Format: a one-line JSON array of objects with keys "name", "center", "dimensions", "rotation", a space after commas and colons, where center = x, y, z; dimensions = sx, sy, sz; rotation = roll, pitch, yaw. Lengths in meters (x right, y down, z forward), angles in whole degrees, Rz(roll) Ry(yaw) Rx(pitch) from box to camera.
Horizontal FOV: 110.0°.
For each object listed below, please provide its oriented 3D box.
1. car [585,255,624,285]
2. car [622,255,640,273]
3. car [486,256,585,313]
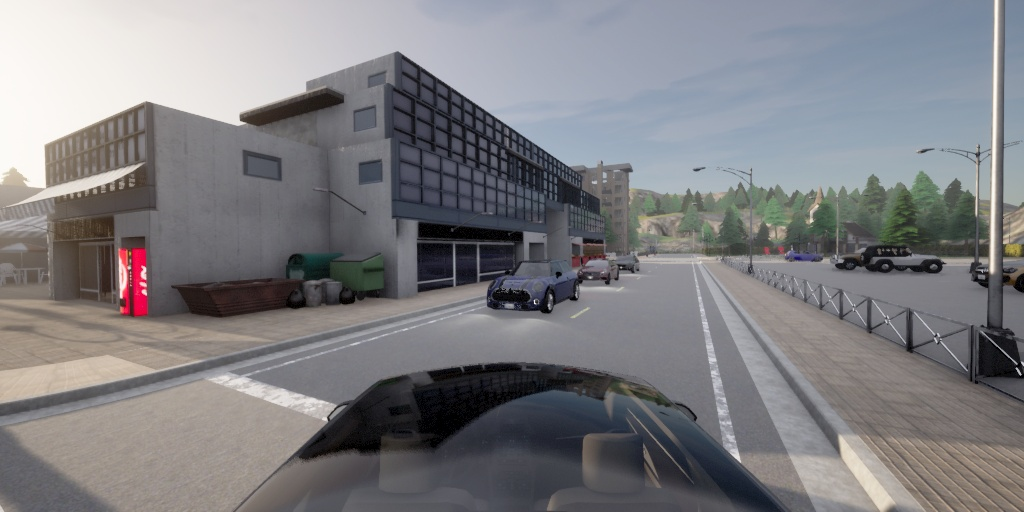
[{"name": "car", "center": [5.399, 0.875, 22.113], "dimensions": [1.812, 1.442, 4.674], "rotation": [0, 1, 26]}, {"name": "car", "center": [9.966, 0.642, 31.300], "dimensions": [1.837, 1.490, 4.892], "rotation": [0, 1, 27]}, {"name": "car", "center": [0.915, 0.910, 13.060], "dimensions": [2.097, 1.767, 4.553], "rotation": [0, 1, 26]}]
